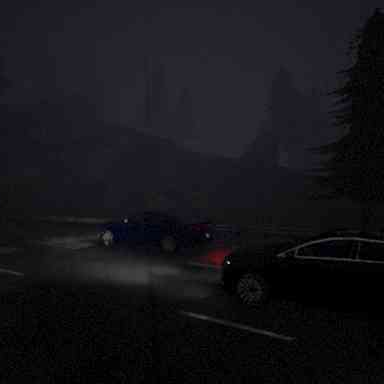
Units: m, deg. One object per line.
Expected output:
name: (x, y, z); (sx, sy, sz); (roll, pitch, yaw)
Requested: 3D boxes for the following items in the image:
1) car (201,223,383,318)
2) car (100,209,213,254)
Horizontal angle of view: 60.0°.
car: (2.864, 1.442, 6.209); (4.902, 1.511, 2.128); (0, 0, 35)
car: (-1.523, 1.431, 13.332); (5.008, 1.535, 1.882); (0, 0, 32)
